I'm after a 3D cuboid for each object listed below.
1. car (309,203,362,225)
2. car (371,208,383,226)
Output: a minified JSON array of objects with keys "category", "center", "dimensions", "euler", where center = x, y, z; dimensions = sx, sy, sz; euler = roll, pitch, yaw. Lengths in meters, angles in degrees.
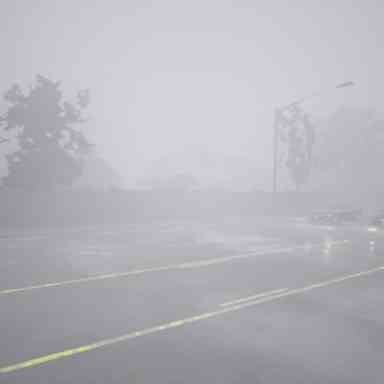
[{"category":"car","center":[10.580,1.562,24.420],"dimensions":[4.892,1.490,1.837],"euler":[1,0,-35]},{"category":"car","center":[14.114,1.566,22.639],"dimensions":[4.892,1.490,1.837],"euler":[0,0,-35]}]
